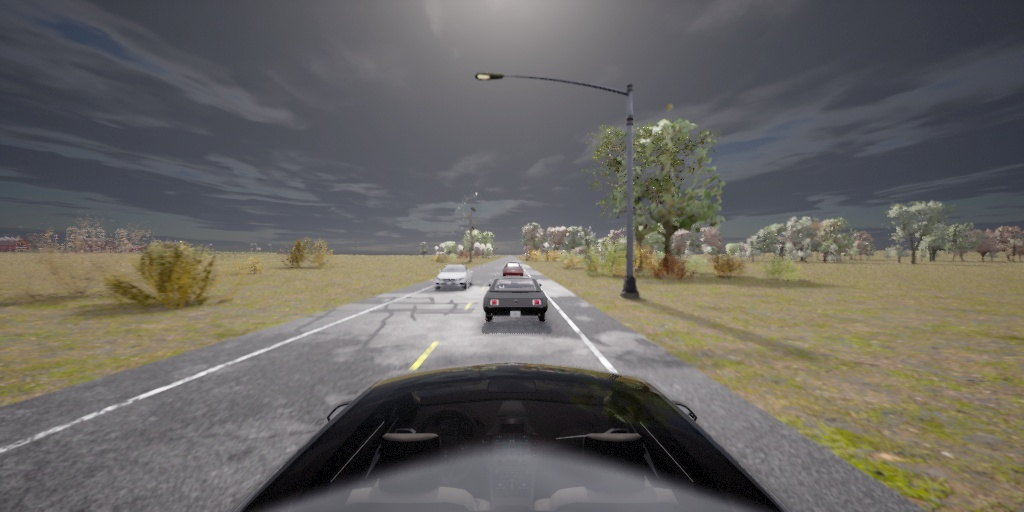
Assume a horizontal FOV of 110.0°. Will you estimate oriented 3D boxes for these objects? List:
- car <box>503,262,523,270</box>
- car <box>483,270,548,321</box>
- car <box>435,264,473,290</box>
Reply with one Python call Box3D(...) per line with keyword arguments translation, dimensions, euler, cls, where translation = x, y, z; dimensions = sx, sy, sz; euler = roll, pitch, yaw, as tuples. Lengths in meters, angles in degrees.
Box3D(translation=(0.107, 1.304, 34.833), dimensions=(1.994, 1.385, 4.181), euler=(0, 0, 0), cls="car")
Box3D(translation=(0.102, 1.350, 12.422), dimensions=(1.895, 1.301, 4.718), euler=(0, 0, 0), cls="car")
Box3D(translation=(-3.583, 1.272, 22.727), dimensions=(1.812, 1.442, 4.674), euler=(0, 0, 0), cls="car")
